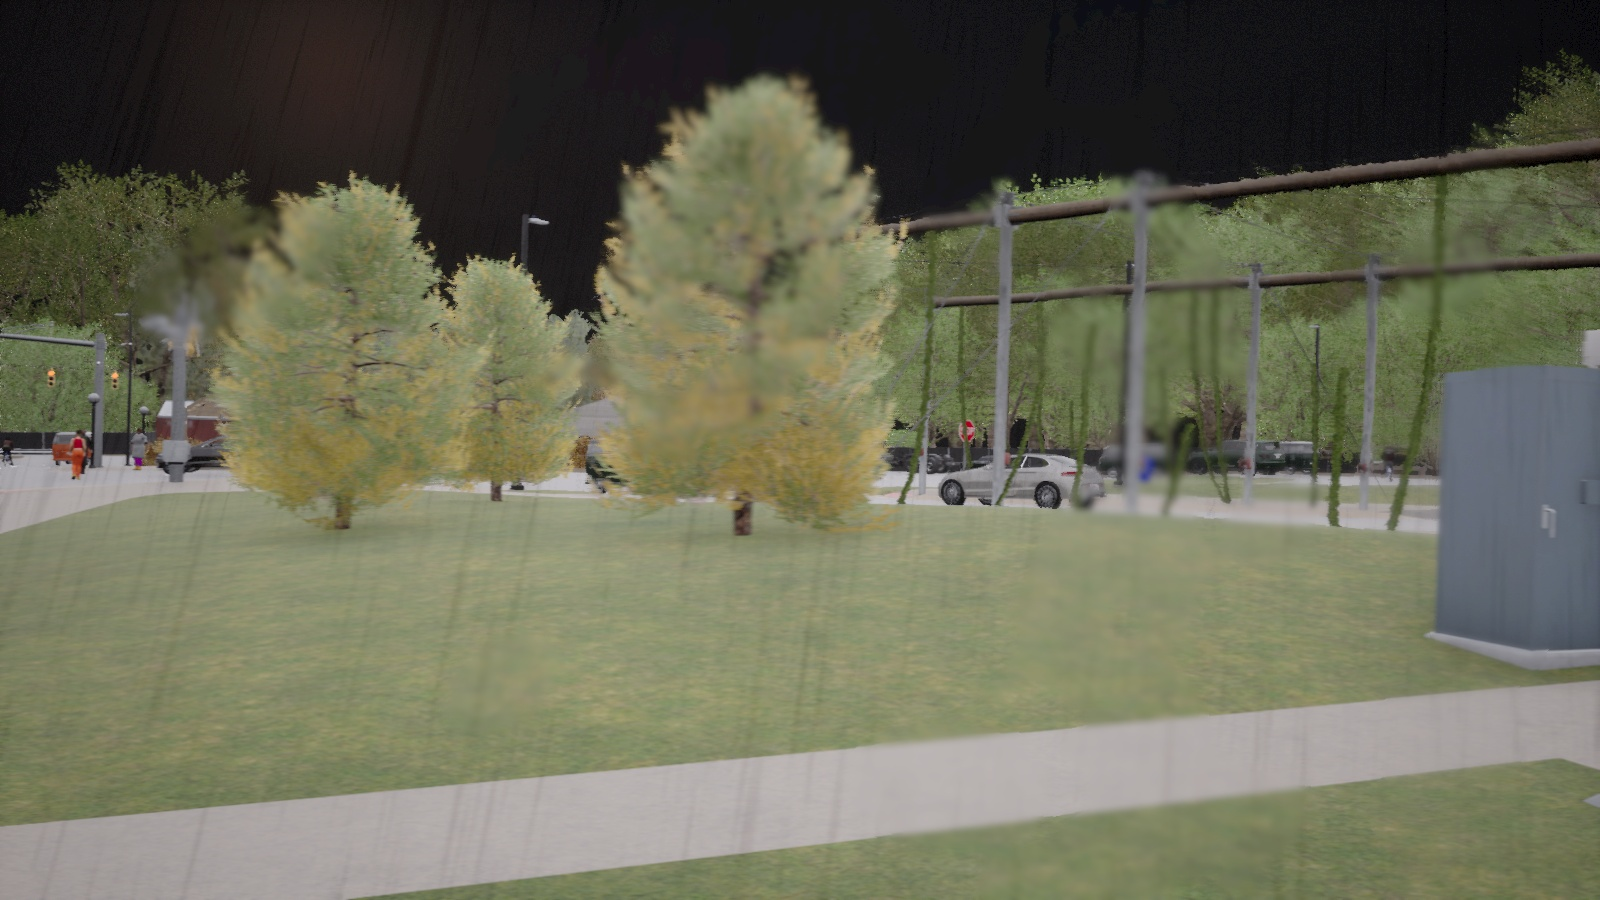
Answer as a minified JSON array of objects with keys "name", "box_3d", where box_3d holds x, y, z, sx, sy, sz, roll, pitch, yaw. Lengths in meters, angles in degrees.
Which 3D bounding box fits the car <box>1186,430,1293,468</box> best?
[{"name":"car","box_3d":[24.953,-0.064,71.555,2.150,2.045,5.566,-2,1,-33]}]

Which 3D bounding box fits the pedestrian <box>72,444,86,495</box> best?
[{"name":"pedestrian","box_3d":[-26.374,0.717,45.936,0.345,1.836,0.594,0,1,-36]}]

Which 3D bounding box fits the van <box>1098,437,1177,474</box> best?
[{"name":"van","box_3d":[21.002,0.322,78.089,4.442,1.987,1.775,-4,-1,21]}]

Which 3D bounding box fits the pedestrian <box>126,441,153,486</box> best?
[{"name":"pedestrian","box_3d":[-29.472,0.589,56.064,0.659,1.952,0.873,1,0,8]}]

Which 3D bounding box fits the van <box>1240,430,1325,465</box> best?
[{"name":"van","box_3d":[28.085,-0.124,73.254,1.775,1.987,4.442,-1,0,-31]}]

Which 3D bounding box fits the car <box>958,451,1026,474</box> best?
[{"name":"car","box_3d":[12.624,0.773,82.846,1.895,1.301,4.718,-2,2,-29]}]

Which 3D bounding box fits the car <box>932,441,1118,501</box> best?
[{"name":"car","box_3d":[6.568,0.616,36.996,5.027,1.651,2.152,-1,-1,43]}]

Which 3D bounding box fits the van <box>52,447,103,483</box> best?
[{"name":"van","box_3d":[-42.700,0.835,74.281,1.775,1.987,4.442,-1,1,-19]}]

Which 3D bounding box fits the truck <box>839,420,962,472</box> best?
[{"name":"truck","box_3d":[6.894,-0.310,86.384,7.936,3.462,2.891,0,1,27]}]

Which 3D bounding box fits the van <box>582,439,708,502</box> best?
[{"name":"van","box_3d":[-5.180,0.662,41.540,4.442,1.987,1.775,0,-1,44]}]

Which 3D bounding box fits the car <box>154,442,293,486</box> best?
[{"name":"car","box_3d":[-23.599,0.552,51.623,5.027,1.651,2.152,-1,1,-21]}]
